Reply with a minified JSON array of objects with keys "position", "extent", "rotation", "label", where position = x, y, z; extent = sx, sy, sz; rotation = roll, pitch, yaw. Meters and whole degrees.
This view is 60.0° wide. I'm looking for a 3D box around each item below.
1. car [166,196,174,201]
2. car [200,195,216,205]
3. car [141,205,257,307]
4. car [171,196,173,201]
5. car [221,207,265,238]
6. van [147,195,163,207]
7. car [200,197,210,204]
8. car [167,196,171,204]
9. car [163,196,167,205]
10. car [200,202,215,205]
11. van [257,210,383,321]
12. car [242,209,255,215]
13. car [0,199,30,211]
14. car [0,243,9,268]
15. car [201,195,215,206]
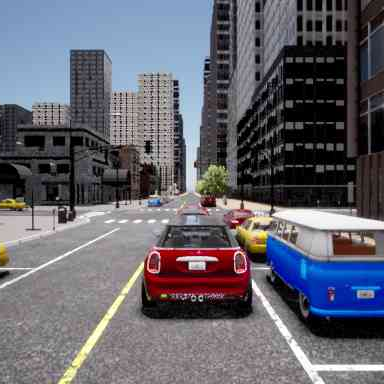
[{"position":[-5.811,1.673,89.187],"extent":[1.752,1.417,4.829],"rotation":[0,0,0],"label":"car"},{"position":[2.619,1.369,50.703],"extent":[2.192,1.841,5.009],"rotation":[0,0,0],"label":"car"},{"position":[0.088,1.352,8.127],"extent":[2.097,1.767,4.553],"rotation":[0,0,0],"label":"car"},{"position":[-5.789,1.654,72.785],"extent":[2.008,1.369,4.403],"rotation":[0,0,0],"label":"car"},{"position":[2.663,1.587,18.315],"extent":[1.802,1.307,4.206],"rotation":[0,0,0],"label":"car"},{"position":[-5.760,1.395,50.690],"extent":[1.690,1.788,3.998],"rotation":[0,0,0],"label":"van"},{"position":[2.599,1.655,67.275],"extent":[1.947,1.339,4.313],"rotation":[0,0,0],"label":"car"},{"position":[-5.782,1.529,67.262],"extent":[1.967,1.590,4.097],"rotation":[0,0,0],"label":"car"},{"position":[-5.767,1.505,56.213],"extent":[1.967,1.590,4.097],"rotation":[0,0,0],"label":"car"},{"position":[0.077,1.482,17.334],"extent":[1.882,1.535,5.008],"rotation":[0,0,0],"label":"car"},{"position":[2.678,1.341,6.988],"extent":[1.690,1.788,3.998],"rotation":[0,0,0],"label":"van"},{"position":[2.670,1.527,12.822],"extent":[1.752,1.417,4.829],"rotation":[0,0,0],"label":"car"},{"position":[-21.460,1.469,38.500],"extent":[4.829,1.417,1.752],"rotation":[0,0,0],"label":"car"},{"position":[-5.701,1.525,6.807],"extent":[1.752,1.417,4.829],"rotation":[0,0,0],"label":"car"},{"position":[2.612,1.380,56.227],"extent":[2.192,1.841,5.009],"rotation":[0,0,0],"label":"car"}]
